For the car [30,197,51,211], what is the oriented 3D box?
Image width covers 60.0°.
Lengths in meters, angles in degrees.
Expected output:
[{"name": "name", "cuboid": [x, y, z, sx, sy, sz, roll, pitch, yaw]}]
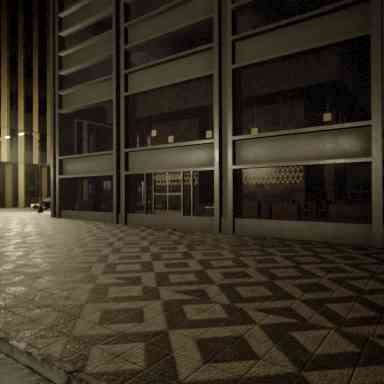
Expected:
[{"name": "car", "cuboid": [-16.038, 1.333, 38.249, 2.128, 1.511, 4.902, 0, 0, 36]}]
